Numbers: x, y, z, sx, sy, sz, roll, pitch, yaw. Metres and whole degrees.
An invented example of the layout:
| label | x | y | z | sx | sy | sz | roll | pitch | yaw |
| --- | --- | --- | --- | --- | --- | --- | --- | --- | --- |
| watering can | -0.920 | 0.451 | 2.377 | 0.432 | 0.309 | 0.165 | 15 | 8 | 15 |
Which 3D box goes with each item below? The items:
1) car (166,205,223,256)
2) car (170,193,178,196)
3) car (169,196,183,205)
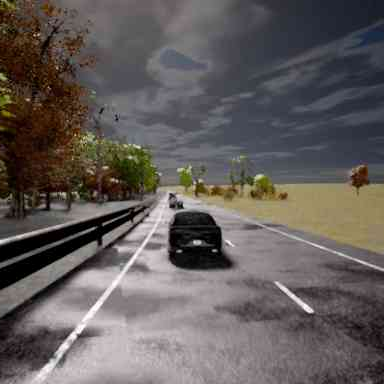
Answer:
| label | x | y | z | sx | sy | sz | roll | pitch | yaw |
| --- | --- | --- | --- | --- | --- | --- | --- | --- | --- |
| car | 0.007 | 1.492 | 13.207 | 1.882 | 1.535 | 5.008 | 0 | 0 | -4 |
| car | -4.428 | 1.494 | 79.421 | 1.994 | 1.385 | 4.181 | 0 | 0 | -4 |
| car | -2.253 | 1.577 | 46.949 | 1.895 | 1.301 | 4.718 | 0 | 0 | -4 |
